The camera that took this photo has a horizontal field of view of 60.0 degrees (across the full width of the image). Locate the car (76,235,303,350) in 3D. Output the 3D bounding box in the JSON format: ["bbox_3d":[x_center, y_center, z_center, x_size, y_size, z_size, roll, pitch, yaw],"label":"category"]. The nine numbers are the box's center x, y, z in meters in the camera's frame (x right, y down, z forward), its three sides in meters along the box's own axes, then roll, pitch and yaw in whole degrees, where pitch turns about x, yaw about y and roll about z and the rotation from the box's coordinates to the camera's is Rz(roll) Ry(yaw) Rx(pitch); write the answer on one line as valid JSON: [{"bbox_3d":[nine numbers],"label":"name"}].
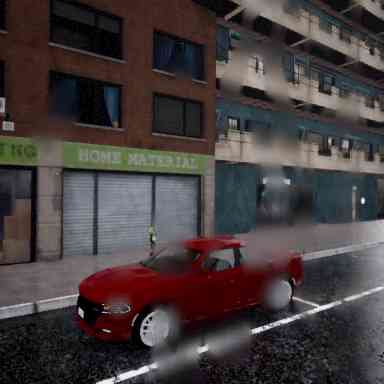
[{"bbox_3d":[0.190,1.545,6.224,4.507,1.381,1.887,0,1,-35],"label":"car"}]
